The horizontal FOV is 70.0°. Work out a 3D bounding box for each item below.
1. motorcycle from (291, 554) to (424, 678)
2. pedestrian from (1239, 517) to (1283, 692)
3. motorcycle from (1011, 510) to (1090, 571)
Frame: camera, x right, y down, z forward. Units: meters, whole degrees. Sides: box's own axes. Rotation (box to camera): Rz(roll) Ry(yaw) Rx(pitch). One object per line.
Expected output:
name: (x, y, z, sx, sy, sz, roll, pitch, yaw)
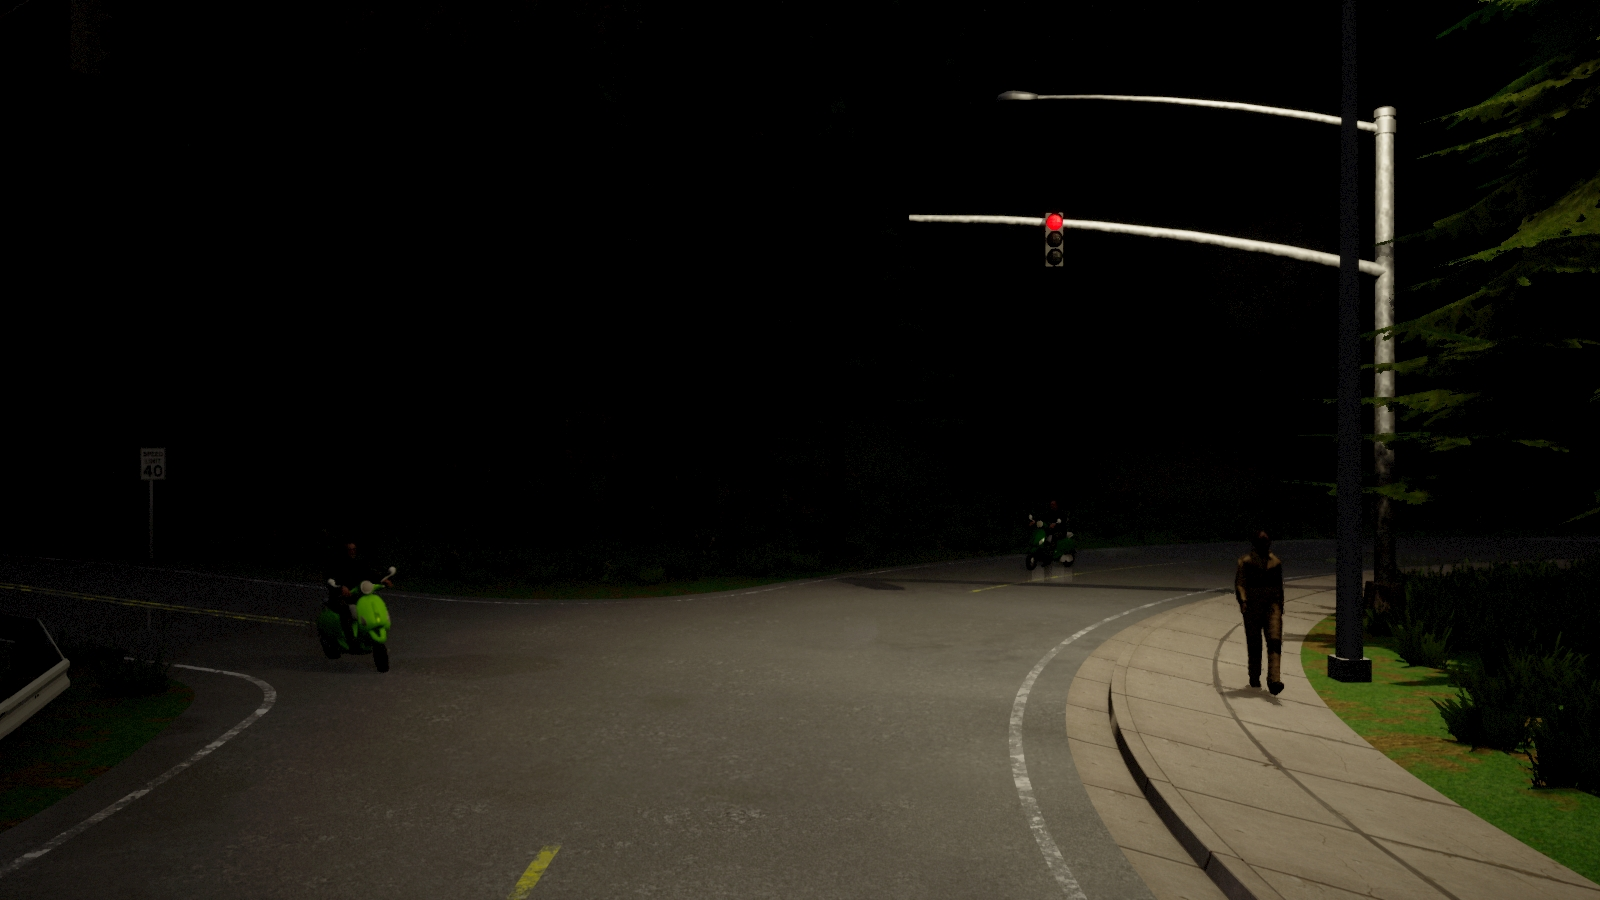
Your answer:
motorcycle: (-5.783, 2.118, 14.884, 1.805, 1.316, 0.856, 1, 2, 42)
pedestrian: (5.035, 1.671, 12.495, 0.375, 1.860, 0.375, 0, 0, 10)
motorcycle: (5.937, 2.115, 27.011, 1.805, 1.316, 0.856, 0, 0, -37)
